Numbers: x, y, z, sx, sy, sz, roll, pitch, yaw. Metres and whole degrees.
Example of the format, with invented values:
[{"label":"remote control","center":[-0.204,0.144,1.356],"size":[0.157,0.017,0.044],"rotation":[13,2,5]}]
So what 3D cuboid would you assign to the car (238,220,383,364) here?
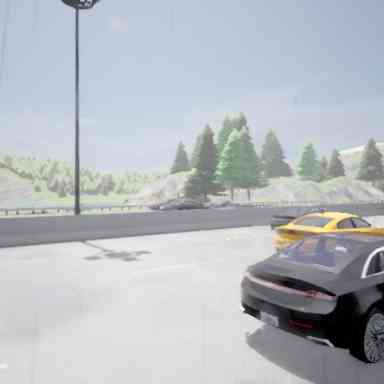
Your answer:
[{"label":"car","center":[3.018,1.482,5.850],"size":[4.902,1.511,2.128],"rotation":[0,0,-35]}]

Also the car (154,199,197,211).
[{"label":"car","center":[-0.916,1.455,33.261],"size":[4.902,1.511,2.128],"rotation":[0,0,-35]}]

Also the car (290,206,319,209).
[{"label":"car","center":[5.975,1.468,16.477],"size":[4.902,1.511,2.128],"rotation":[0,0,-35]}]

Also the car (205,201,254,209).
[{"label":"car","center":[3.716,1.567,27.960],"size":[4.718,1.301,1.895],"rotation":[0,0,-35]}]

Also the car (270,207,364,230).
[{"label":"car","center":[5.013,1.460,11.524],"size":[5.008,1.535,1.882],"rotation":[0,0,-35]}]

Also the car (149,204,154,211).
[{"label":"car","center":[-2.461,1.487,36.452],"size":[4.674,1.442,1.812],"rotation":[0,0,-35]}]

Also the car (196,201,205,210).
[{"label":"car","center":[2.919,1.526,31.672],"size":[4.181,1.385,1.994],"rotation":[0,0,-35]}]
